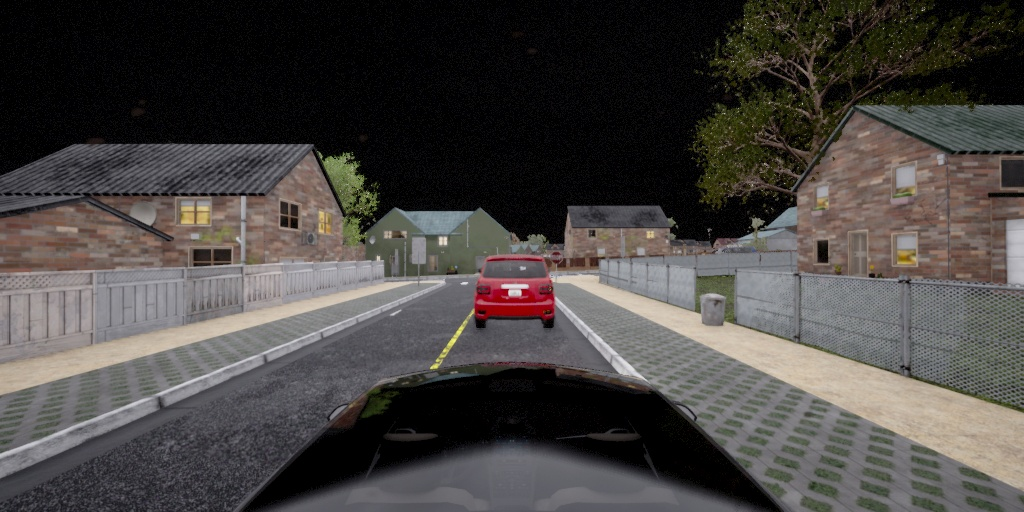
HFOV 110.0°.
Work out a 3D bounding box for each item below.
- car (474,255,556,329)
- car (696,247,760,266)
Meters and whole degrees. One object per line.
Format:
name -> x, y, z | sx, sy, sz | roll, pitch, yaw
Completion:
car -> 0.077, 0.978, 11.392 | 2.150, 2.045, 5.566 | 0, 0, 0
car -> 20.146, 0.213, 33.766 | 5.566, 2.045, 2.150 | -2, 0, 0
